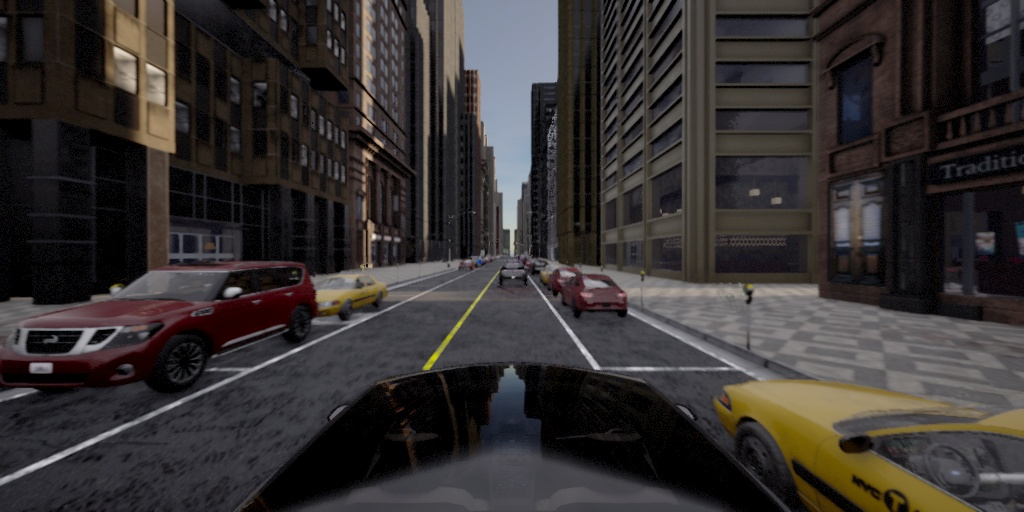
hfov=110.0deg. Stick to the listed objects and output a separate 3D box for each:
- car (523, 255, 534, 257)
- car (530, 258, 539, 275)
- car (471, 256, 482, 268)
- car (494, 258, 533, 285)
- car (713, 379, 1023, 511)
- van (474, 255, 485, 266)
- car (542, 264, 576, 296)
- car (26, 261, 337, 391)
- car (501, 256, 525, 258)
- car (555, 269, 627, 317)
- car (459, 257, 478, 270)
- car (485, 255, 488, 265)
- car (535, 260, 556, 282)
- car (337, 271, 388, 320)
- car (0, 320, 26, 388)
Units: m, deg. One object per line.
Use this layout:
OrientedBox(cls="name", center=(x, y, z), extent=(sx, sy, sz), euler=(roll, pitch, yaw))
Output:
OrientedBox(cls="car", center=(2.726, 0.953, 46.257), extent=(1.967, 1.591, 4.097), euler=(0, 0, 0))
OrientedBox(cls="car", center=(2.735, 1.136, 35.020), extent=(1.948, 1.339, 4.313), euler=(0, 0, 0))
OrientedBox(cls="car", center=(-5.804, 1.055, 51.853), extent=(1.948, 1.339, 4.313), euler=(0, 0, 0))
OrientedBox(cls="car", center=(0.080, 1.114, 24.779), extent=(2.128, 1.511, 4.902), euler=(0, 0, 0))
OrientedBox(cls="car", center=(2.765, 1.276, 1.478), extent=(1.751, 1.417, 4.829), euler=(0, 0, 0))
OrientedBox(cls="van", center=(-5.809, 0.802, 57.471), extent=(1.690, 1.789, 3.998), euler=(0, 0, 0))
OrientedBox(cls="car", center=(2.750, 1.239, 18.164), extent=(1.802, 1.307, 4.207), euler=(0, 0, 0))
OrientedBox(cls="car", center=(-5.765, 1.039, 6.907), extent=(2.192, 1.841, 5.009), euler=(0, 0, 0))
OrientedBox(cls="car", center=(0.066, 1.029, 41.636), extent=(2.128, 1.511, 4.902), euler=(0, 0, 0))
OrientedBox(cls="car", center=(2.755, 1.270, 12.546), extent=(1.802, 1.307, 4.207), euler=(0, 0, 0))
OrientedBox(cls="car", center=(-5.799, 1.100, 46.235), extent=(1.802, 1.307, 4.207), euler=(0, 0, 0))
OrientedBox(cls="car", center=(-5.814, 0.979, 63.089), extent=(1.888, 1.381, 4.507), euler=(0, 0, 0))
OrientedBox(cls="car", center=(2.745, 1.152, 23.952), extent=(1.751, 1.417, 4.829), euler=(0, 0, 0))
OrientedBox(cls="car", center=(-5.770, 1.218, 12.355), extent=(1.751, 1.417, 4.829), euler=(0, 0, 0))
OrientedBox(cls="car", center=(-5.760, 1.306, 1.288), extent=(2.007, 1.370, 4.403), euler=(0, 0, 0))
